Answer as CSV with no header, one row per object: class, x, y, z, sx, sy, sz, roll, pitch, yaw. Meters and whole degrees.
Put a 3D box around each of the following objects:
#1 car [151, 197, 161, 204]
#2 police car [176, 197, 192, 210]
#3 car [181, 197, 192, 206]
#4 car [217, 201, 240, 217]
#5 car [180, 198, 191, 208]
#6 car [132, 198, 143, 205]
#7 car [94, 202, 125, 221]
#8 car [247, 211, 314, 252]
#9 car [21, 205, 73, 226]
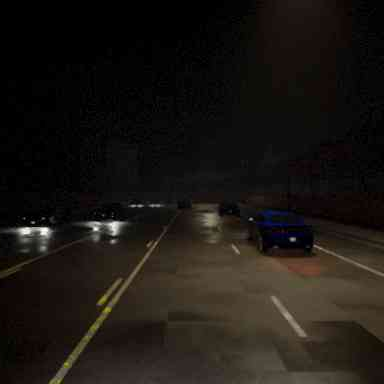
car,-7.748,1.892,70.932,2.128,1.511,4.902,0,-1,-7
police car,-1.047,1.665,46.484,1.930,1.638,5.238,0,0,0
car,-1.111,1.801,62.402,1.882,1.535,5.008,0,0,-2
car,3.602,1.650,33.357,1.882,1.535,5.008,0,0,0
car,-1.046,1.769,56.376,1.882,1.535,5.008,0,0,0
car,-10.800,1.877,66.240,1.994,1.385,4.181,0,0,-4
car,-7.094,1.655,29.007,1.837,1.490,4.892,0,0,0
car,3.601,1.552,14.341,1.882,1.535,5.008,0,0,0
car,-10.598,1.677,24.837,2.033,1.411,5.357,0,0,0
